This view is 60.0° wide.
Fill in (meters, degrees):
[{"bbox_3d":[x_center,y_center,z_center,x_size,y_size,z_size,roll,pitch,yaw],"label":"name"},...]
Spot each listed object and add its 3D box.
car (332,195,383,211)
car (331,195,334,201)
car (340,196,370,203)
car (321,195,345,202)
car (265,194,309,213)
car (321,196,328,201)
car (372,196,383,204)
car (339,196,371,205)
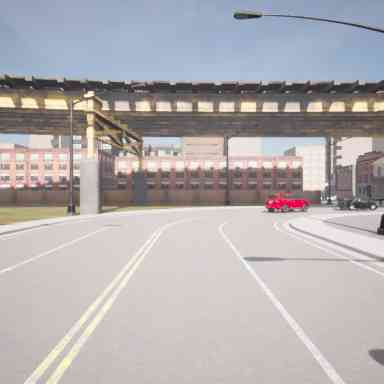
[{"bbox_3d":[20.201,1.491,40.573,4.902,1.511,2.128,0,0,-11],"label":"car"},{"bbox_3d":[33.333,1.295,78.862,1.853,1.218,4.536,0,0,-34],"label":"car"},{"bbox_3d":[28.935,1.295,59.322,1.853,1.218,4.536,0,0,-29],"label":"car"},{"bbox_3d":[33.304,1.453,78.905,2.038,1.542,4.974,0,0,-34],"label":"car"},{"bbox_3d":[10.522,1.221,36.696,5.566,2.045,2.150,0,0,-34],"label":"car"},{"bbox_3d":[29.261,1.295,78.105,4.536,1.218,1.853,0,0,-39],"label":"car"},{"bbox_3d":[32.039,1.295,57.175,1.853,1.218,4.536,0,0,31],"label":"car"},{"bbox_3d":[28.961,1.453,59.277,2.038,1.542,4.974,0,0,-29],"label":"car"}]
